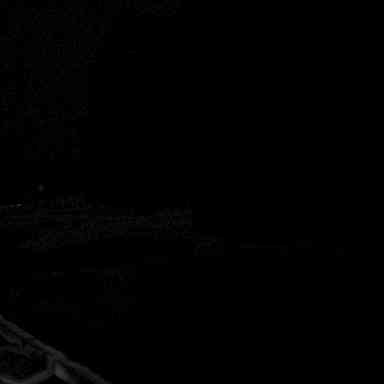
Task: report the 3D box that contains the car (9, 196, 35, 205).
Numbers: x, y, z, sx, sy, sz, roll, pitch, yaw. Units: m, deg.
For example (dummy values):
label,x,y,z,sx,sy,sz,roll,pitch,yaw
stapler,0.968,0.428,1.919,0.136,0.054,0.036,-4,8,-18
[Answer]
label,x,y,z,sx,sy,sz,roll,pitch,yaw
car,-28.347,1.364,55.622,1.895,1.301,4.718,-5,2,4
